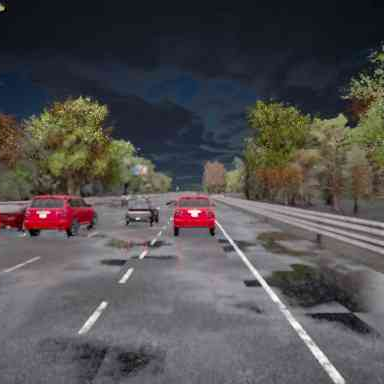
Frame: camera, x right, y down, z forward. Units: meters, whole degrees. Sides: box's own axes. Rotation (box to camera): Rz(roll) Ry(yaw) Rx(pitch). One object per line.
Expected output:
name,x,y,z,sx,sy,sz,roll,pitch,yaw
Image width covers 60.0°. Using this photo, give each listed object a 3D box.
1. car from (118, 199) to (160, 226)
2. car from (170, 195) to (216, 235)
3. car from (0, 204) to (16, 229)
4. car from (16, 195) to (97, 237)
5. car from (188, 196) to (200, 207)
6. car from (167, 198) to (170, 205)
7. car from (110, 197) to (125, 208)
car,-3.348,1.467,23.065,2.128,1.511,4.902,0,0,0
car,0.133,1.202,18.879,2.150,2.045,5.566,0,0,0
car,-10.359,1.456,20.125,1.882,1.535,5.008,0,0,0
car,-6.870,1.201,18.036,2.150,2.045,5.566,0,0,0
car,0.297,1.433,51.076,1.882,1.535,5.008,0,0,0
car,-3.176,1.552,56.371,1.895,1.301,4.718,0,0,0
car,-10.225,1.449,47.001,2.128,1.511,4.902,0,0,0
